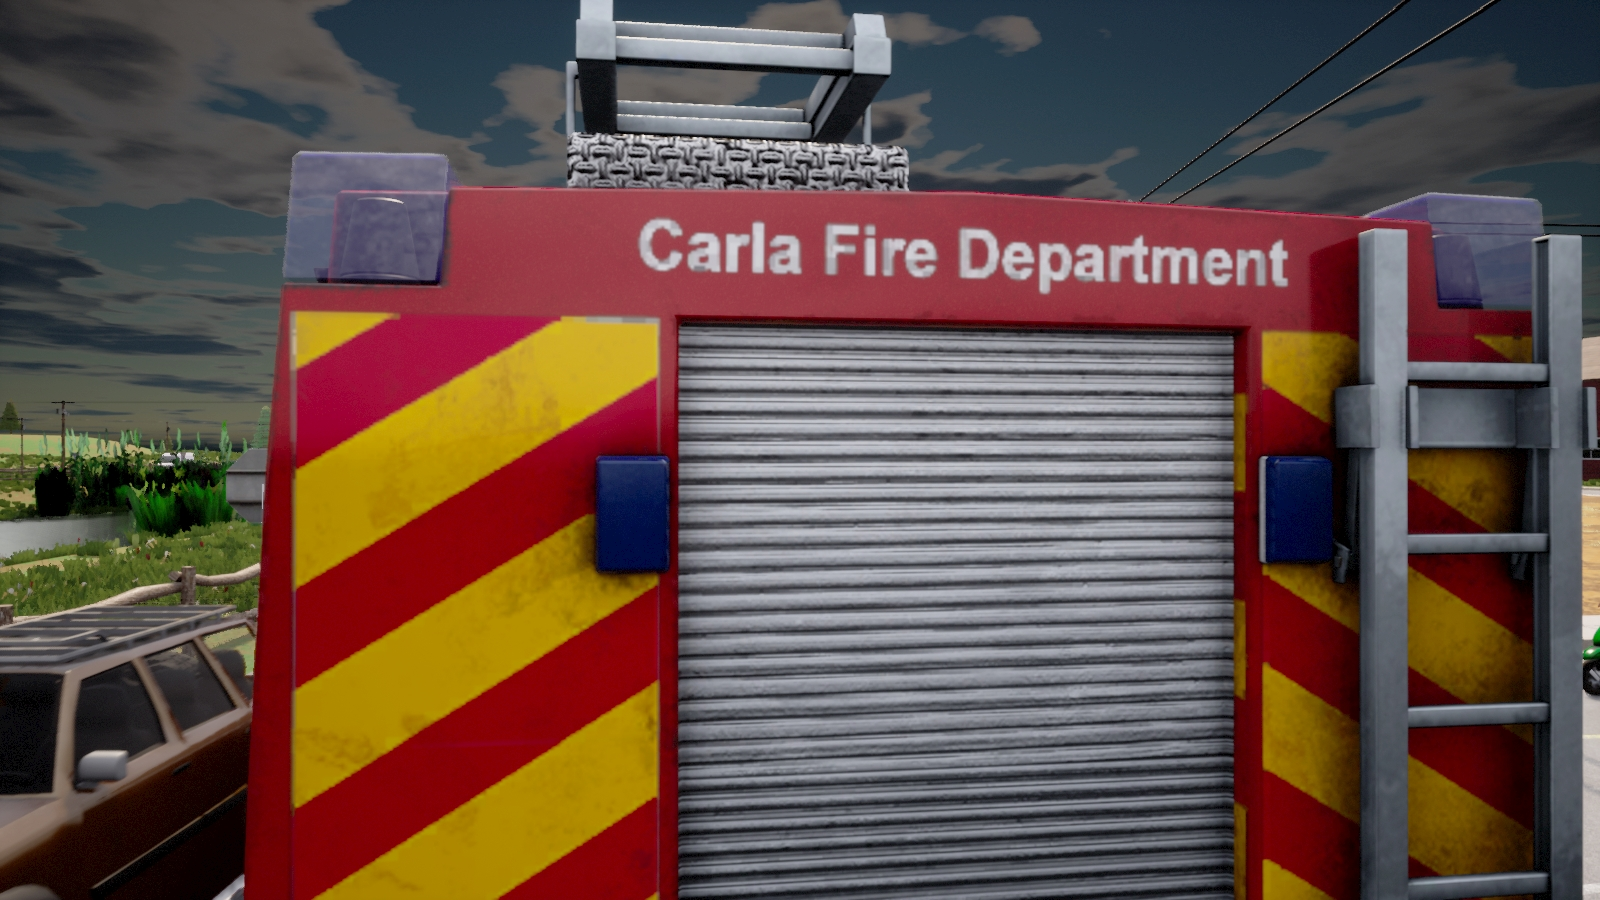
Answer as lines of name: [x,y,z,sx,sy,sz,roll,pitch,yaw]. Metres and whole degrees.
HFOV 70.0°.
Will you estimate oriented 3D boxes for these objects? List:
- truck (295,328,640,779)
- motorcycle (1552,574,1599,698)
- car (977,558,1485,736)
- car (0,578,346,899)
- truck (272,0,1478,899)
truck: [-3.800,0.862,14.147,2.891,3.827,8.468,0,0,-13]
motorcycle: [9.897,2.142,13.284,1.805,1.316,0.856,0,0,-6]
car: [4.594,2.059,12.599,4.792,1.488,2.163,0,0,-8]
car: [-4.125,1.833,5.948,1.932,1.855,4.605,0,-1,-4]
truck: [-0.358,0.863,6.865,2.891,3.827,8.468,0,0,-9]
